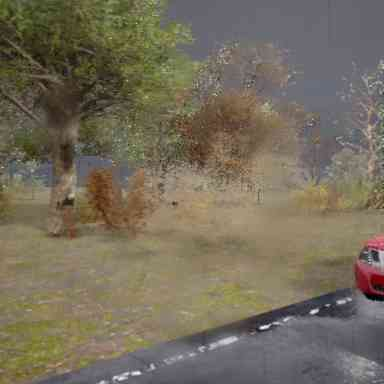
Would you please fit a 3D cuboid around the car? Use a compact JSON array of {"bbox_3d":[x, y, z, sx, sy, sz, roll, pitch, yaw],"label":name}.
[{"bbox_3d":[5.833,1.230,7.219,5.566,2.045,2.150,0,0,-36],"label":"car"}]
